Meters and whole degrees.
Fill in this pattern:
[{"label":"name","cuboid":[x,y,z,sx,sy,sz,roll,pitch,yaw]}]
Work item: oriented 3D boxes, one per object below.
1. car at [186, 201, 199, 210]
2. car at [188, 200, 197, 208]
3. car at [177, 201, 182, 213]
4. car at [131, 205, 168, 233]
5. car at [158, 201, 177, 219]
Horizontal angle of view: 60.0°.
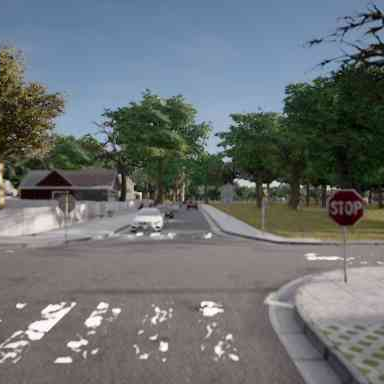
[{"label":"car","cuboid":[0.034,2.271,56.650,1.837,1.490,4.892,0,-1,0]},{"label":"car","cuboid":[0.044,2.455,67.071,1.812,1.442,4.674,0,-1,0]},{"label":"car","cuboid":[-2.812,2.197,45.682,1.895,1.301,4.718,0,-1,0]},{"label":"car","cuboid":[-2.762,1.780,21.695,1.812,1.442,4.674,0,-1,-1]},{"label":"car","cuboid":[-2.828,1.926,33.881,1.837,1.490,4.892,0,-1,0]}]
